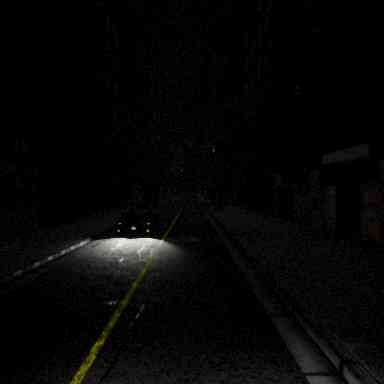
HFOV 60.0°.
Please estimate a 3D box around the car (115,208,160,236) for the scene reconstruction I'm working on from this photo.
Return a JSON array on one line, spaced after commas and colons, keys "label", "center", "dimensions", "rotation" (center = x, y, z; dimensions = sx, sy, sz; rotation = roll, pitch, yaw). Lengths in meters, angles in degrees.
[{"label": "car", "center": [-2.847, 1.569, 18.141], "dimensions": [1.994, 1.385, 4.181], "rotation": [0, 0, 0]}]
